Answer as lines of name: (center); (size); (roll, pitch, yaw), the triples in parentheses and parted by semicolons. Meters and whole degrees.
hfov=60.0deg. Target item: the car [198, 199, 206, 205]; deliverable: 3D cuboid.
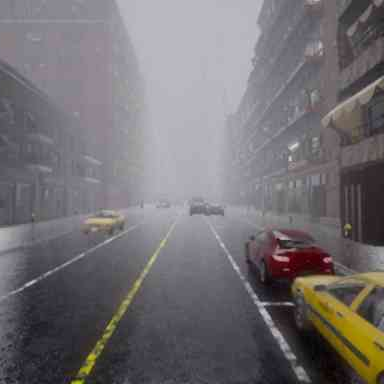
car: (2.594, 2.574, 86.892); (1.887, 1.381, 4.507); (1, -1, 0)

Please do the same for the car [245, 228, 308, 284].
car: (2.586, 1.676, 9.472); (1.802, 1.307, 4.206); (1, -1, 0)

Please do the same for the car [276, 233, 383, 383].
car: (2.587, 1.566, 4.114); (1.752, 1.417, 4.829); (2, -1, 0)

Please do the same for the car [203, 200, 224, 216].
car: (2.589, 1.937, 37.120); (1.887, 1.381, 4.507); (1, -1, 0)

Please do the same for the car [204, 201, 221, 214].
car: (2.590, 1.984, 42.822); (1.752, 1.417, 4.829); (1, -1, 0)

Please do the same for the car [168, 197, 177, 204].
car: (-5.281, 2.425, 92.488); (2.192, 1.841, 5.009); (1, -1, 0)

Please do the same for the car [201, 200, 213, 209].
car: (2.591, 2.206, 59.241); (1.887, 1.381, 4.507); (1, -1, 0)

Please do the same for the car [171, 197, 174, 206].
car: (-5.283, 2.047, 64.839); (2.192, 1.841, 5.009); (2, -1, 0)

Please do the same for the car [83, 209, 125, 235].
car: (-5.291, 1.732, 20.431); (1.752, 1.417, 4.829); (2, -1, 0)

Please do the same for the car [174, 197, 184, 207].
car: (-2.742, 2.350, 71.076); (2.033, 1.411, 5.357); (0, -1, 0)

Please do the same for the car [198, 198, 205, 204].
car: (2.604, 2.549, 92.425); (1.967, 1.590, 4.097); (1, -1, 0)

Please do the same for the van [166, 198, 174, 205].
van: (-5.283, 2.294, 81.428); (1.690, 1.788, 3.998); (1, -1, 0)

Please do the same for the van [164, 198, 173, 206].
van: (-5.282, 2.218, 75.897); (1.690, 1.788, 3.998); (2, -1, 0)

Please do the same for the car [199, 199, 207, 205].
car: (2.593, 2.497, 81.363); (1.887, 1.381, 4.507); (1, -1, 0)

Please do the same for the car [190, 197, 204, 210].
car: (0.831, 1.818, 53.828); (2.150, 2.045, 5.566); (0, -1, 0)

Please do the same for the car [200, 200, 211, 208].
car: (2.591, 2.282, 64.772); (2.008, 1.369, 4.403); (1, -1, 0)

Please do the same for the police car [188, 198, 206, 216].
police car: (0.714, 1.826, 37.897); (1.930, 1.638, 5.238); (0, -1, 0)

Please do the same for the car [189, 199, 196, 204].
car: (0.010, 2.483, 88.512); (1.812, 1.442, 4.674); (0, -1, 0)

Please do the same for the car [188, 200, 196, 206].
car: (0.008, 2.346, 73.537); (1.895, 1.301, 4.718); (0, -1, 0)

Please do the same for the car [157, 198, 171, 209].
car: (-5.289, 2.186, 59.135); (1.752, 1.417, 4.829); (2, -1, 0)
